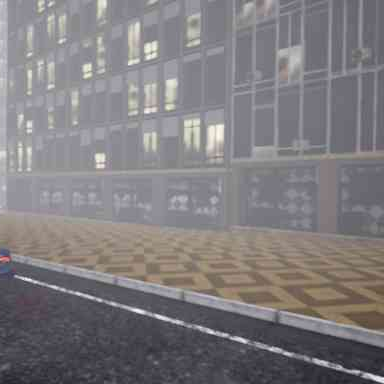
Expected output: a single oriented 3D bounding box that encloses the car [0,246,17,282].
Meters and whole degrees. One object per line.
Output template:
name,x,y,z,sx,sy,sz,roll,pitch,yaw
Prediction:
car,-6.462,1.531,8.189,5.357,1.411,2.033,0,0,35
